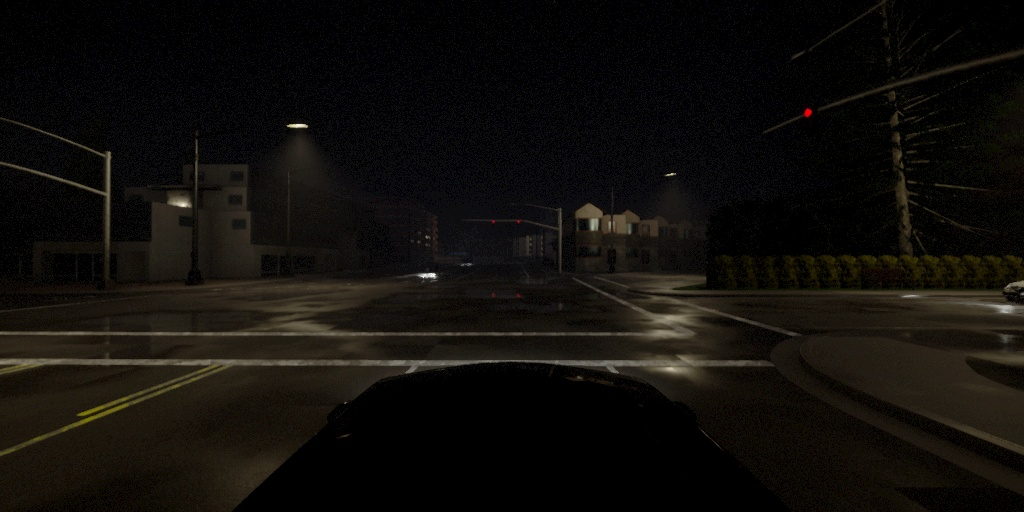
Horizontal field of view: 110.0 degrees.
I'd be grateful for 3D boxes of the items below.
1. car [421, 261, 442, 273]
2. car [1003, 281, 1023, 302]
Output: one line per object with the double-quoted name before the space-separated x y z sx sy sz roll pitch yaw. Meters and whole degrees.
"car" -10.495 1.454 47.029 2.128 1.511 4.902 0 1 0
"car" 23.863 1.318 15.089 4.674 1.442 1.812 0 0 0
